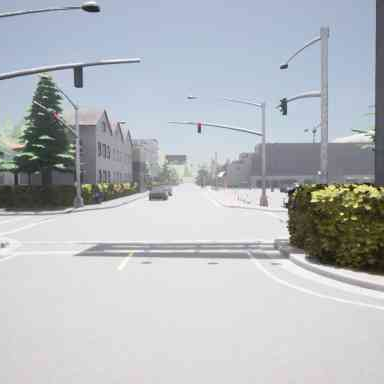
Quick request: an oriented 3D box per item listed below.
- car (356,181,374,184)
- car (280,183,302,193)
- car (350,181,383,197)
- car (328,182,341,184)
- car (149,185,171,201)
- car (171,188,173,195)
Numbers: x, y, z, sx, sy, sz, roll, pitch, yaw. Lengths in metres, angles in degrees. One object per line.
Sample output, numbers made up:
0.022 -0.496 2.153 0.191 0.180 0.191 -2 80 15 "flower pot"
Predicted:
18.925 -0.181 34.281 1.905 1.878 3.866 -1 2 -1 "car"
15.130 -0.536 52.129 2.007 1.523 4.514 -1 2 -1 "car"
22.149 -0.468 42.170 1.932 1.855 4.605 -1 2 -1 "car"
25.149 -1.045 59.569 2.152 1.636 5.027 -1 2 -1 "car"
-3.819 0.131 38.339 1.882 1.535 5.008 -1 2 0 "car"
-3.863 -0.205 48.470 2.128 1.511 4.902 -1 2 0 "car"
